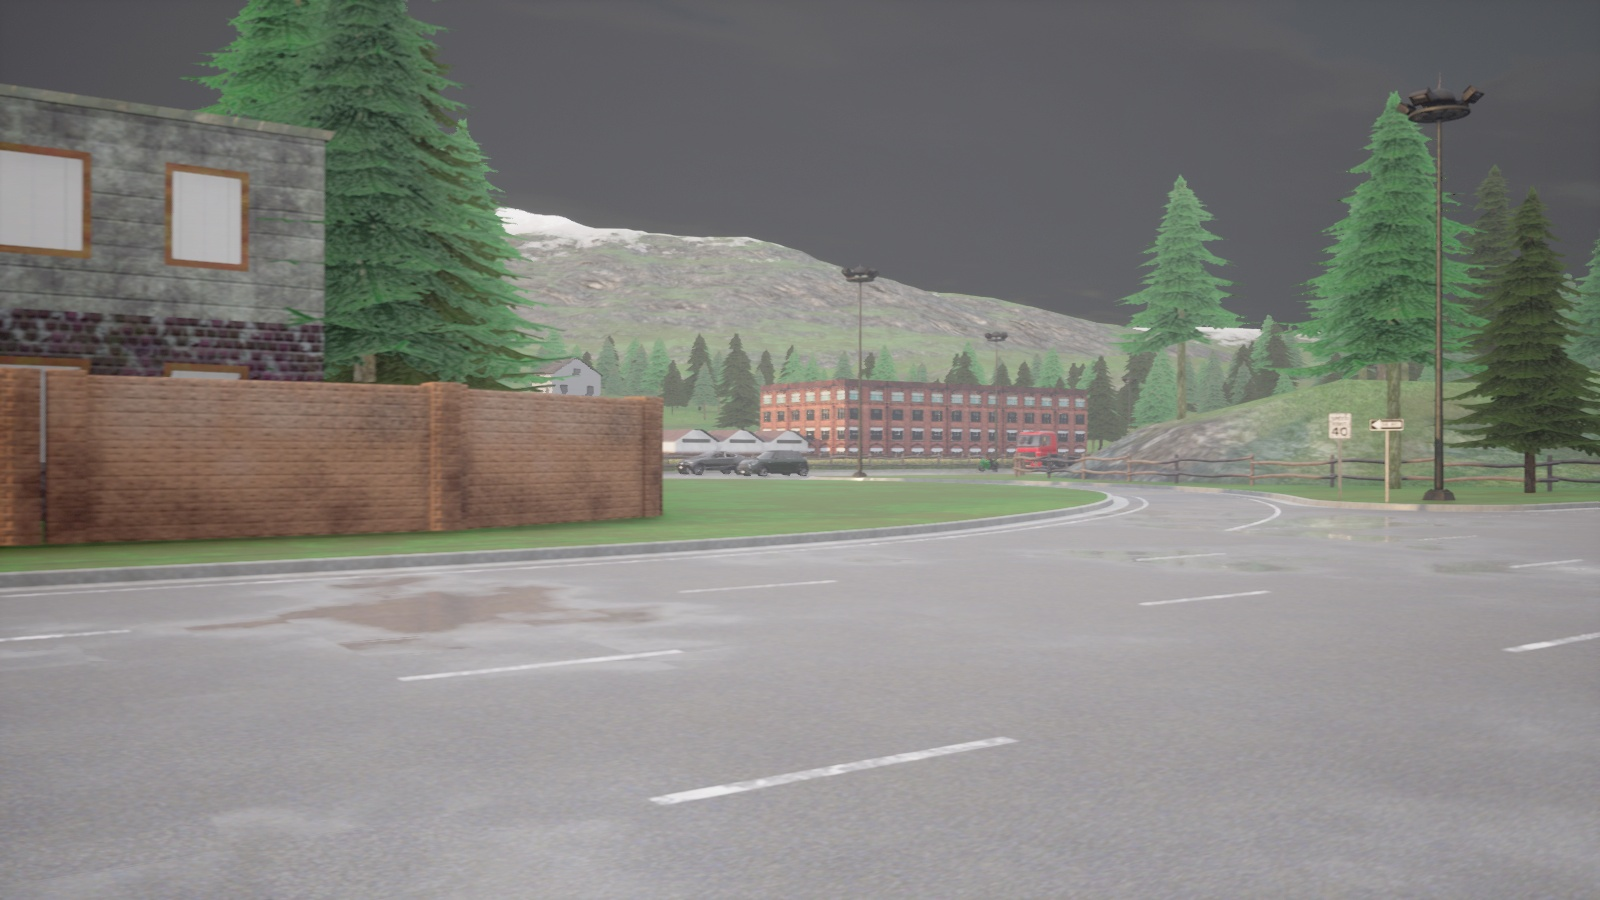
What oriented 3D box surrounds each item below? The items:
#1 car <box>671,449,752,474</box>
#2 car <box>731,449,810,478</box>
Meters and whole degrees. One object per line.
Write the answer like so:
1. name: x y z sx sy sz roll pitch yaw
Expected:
1. car: -5.936 0.743 84.354 5.027 1.651 2.152 0 0 -35
2. car: -1.843 0.800 78.674 4.553 1.767 2.097 0 0 -35
